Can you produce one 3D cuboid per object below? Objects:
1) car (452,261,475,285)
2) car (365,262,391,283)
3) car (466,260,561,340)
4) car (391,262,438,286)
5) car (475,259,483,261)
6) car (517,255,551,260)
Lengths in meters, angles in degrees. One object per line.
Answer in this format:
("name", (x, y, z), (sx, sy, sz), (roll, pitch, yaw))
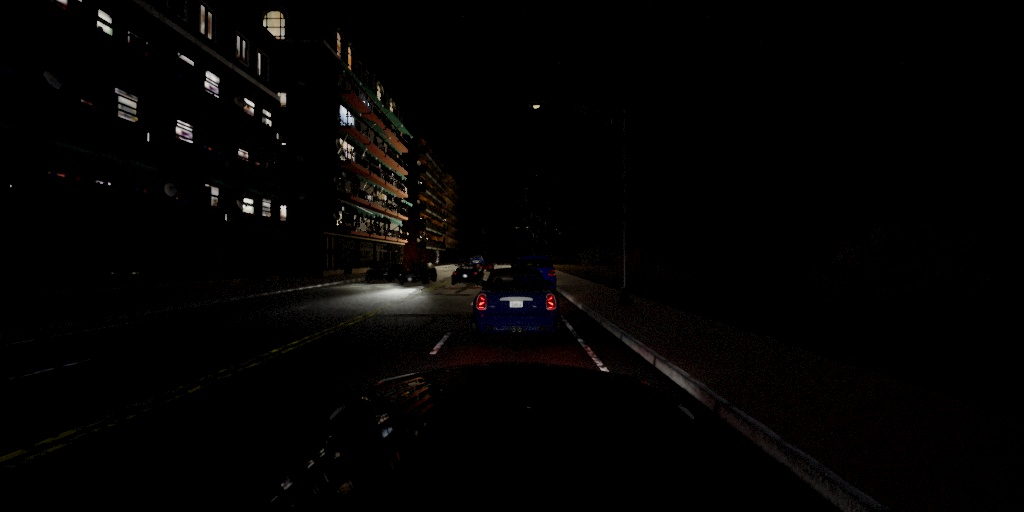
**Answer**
("car", (-3.149, 1.316, 26.143), (1.994, 1.385, 4.181), (0, 0, 0))
("car", (-9.850, 1.230, 28.232), (1.882, 1.535, 5.008), (0, 0, 0))
("car", (0.098, 1.103, 10.172), (2.097, 1.767, 4.553), (0, 0, 0))
("car", (-6.600, 1.244, 25.601), (2.128, 1.511, 4.902), (0, 0, 0))
("car", (-3.147, 1.352, 44.338), (1.895, 1.301, 4.718), (0, 0, 0))
("car", (1.137, 0.977, 19.747), (2.150, 2.045, 5.566), (0, 0, 0))
